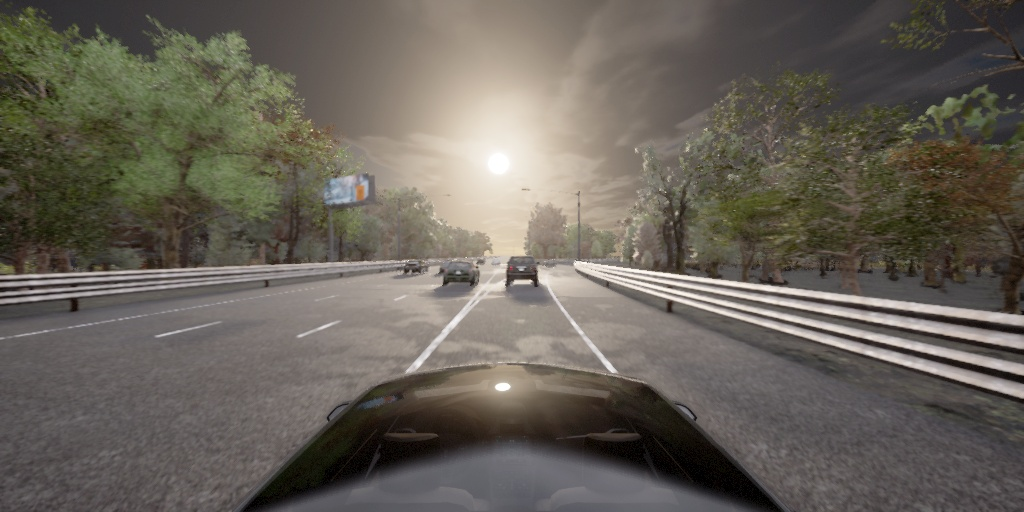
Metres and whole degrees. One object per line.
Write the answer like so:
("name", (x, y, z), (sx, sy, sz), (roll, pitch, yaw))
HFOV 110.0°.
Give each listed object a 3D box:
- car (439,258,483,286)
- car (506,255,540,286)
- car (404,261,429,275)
("car", (-3.471, 1.098, 25.298), (2.097, 1.767, 4.553), (0, 0, 0))
("car", (0.810, 0.969, 25.656), (2.150, 2.045, 5.566), (0, 0, 4))
("car", (-10.512, 1.245, 39.630), (1.837, 1.490, 4.892), (0, 0, 0))
